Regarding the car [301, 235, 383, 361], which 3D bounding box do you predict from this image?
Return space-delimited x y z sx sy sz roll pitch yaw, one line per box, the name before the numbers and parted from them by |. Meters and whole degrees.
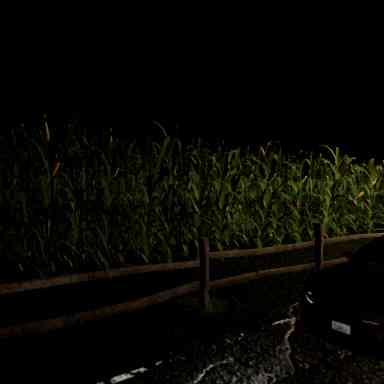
car | 3.962 1.478 5.752 5.008 1.535 1.882 0 0 -35
